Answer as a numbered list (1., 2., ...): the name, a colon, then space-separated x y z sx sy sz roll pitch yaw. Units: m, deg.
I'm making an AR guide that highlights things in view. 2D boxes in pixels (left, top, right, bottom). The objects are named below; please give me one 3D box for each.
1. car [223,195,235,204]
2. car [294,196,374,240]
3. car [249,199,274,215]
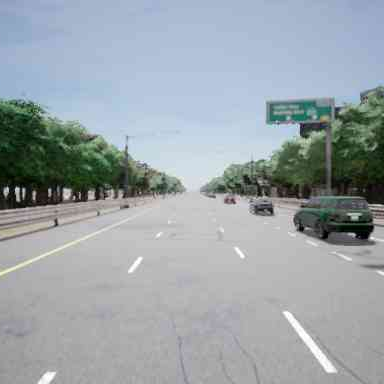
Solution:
1. car: 7.131 1.320 64.439 2.097 1.767 4.553 0 0 0
2. car: 7.021 1.218 17.030 2.150 2.045 5.566 0 0 0
3. car: 7.060 1.490 34.122 1.837 1.490 4.892 0 0 0
